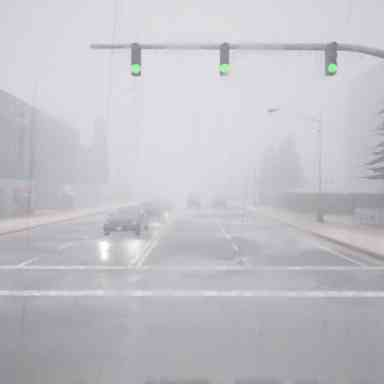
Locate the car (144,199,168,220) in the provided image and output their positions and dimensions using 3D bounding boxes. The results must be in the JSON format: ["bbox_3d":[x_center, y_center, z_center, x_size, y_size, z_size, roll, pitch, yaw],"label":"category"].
[{"bbox_3d":[-3.427,1.463,27.936,1.882,1.535,5.008,0,0,1],"label":"car"}]

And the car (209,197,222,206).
[{"bbox_3d":[3.900,1.533,56.742,1.994,1.385,4.181,0,0,1],"label":"car"}]

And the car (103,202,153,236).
[{"bbox_3d":[-3.539,1.516,18.544,1.812,1.442,4.674,0,0,0],"label":"car"}]

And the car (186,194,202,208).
[{"bbox_3d":[0.308,1.480,46.709,1.837,1.490,4.892,0,0,1],"label":"car"}]

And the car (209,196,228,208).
[{"bbox_3d":[3.809,1.327,46.833,2.097,1.767,4.553,0,0,1],"label":"car"}]

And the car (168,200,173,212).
[{"bbox_3d":[-3.273,1.544,37.817,1.994,1.385,4.181,0,0,1],"label":"car"}]
